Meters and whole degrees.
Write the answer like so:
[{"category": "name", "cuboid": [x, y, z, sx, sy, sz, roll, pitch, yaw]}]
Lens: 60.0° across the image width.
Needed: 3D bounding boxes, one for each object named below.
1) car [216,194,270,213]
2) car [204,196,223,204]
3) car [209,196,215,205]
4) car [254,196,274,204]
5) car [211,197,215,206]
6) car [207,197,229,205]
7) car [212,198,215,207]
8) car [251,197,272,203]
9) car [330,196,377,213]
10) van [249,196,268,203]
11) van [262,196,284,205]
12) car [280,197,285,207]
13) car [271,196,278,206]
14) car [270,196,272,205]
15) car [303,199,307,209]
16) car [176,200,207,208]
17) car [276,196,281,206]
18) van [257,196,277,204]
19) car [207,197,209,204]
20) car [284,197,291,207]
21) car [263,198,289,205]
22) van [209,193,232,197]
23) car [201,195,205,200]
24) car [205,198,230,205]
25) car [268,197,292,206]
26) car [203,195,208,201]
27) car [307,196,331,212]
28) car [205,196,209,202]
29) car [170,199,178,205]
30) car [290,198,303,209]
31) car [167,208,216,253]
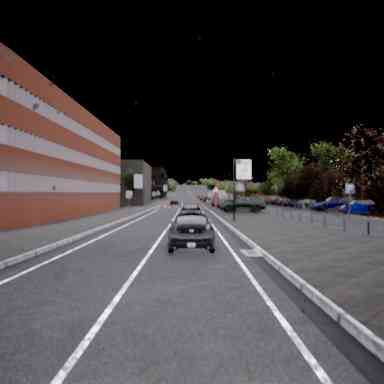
[{"category": "car", "cuboid": [6.134, 1.526, 40.333, 5.566, 2.045, 2.435, 0, -1, -1]}, {"category": "car", "cuboid": [5.393, 1.991, 82.710, 4.553, 1.767, 2.185, 0, 0, -1]}, {"category": "car", "cuboid": [5.813, 1.948, 57.282, 4.792, 1.488, 2.163, 0, 0, -1]}, {"category": "car", "cuboid": [17.896, 1.993, 83.128, 4.553, 1.767, 2.185, 0, 0, -1]}, {"category": "car", "cuboid": [5.898, 1.937, 54.457, 4.674, 1.452, 2.002, 0, 0, -1]}, {"category": "car", "cuboid": [5.607, 1.903, 71.409, 4.553, 1.767, 2.185, 0, 0, -1]}, {"category": "car", "cuboid": [5.946, 1.915, 51.631, 4.674, 1.452, 2.002, 0, 0, -1]}, {"category": "car", "cuboid": [17.909, 2.169, 85.825, 4.792, 1.488, 2.163, 0, -1, -1]}, {"category": "car", "cuboid": [18.722, 1.620, 37.826, 4.553, 1.767, 2.185, 0, 0, -1]}, {"category": "van", "cuboid": [17.706, 1.936, 88.650, 4.442, 1.987, 1.878, 0, 0, -1]}, {"category": "van", "cuboid": [18.203, 1.826, 74.536, 4.442, 1.987, 1.878, 0, 0, -1]}, {"category": "car", "cuboid": [18.402, 1.920, 57.596, 5.008, 1.535, 2.097, 0, 0, -1]}, {"category": "car", "cuboid": [18.302, 1.965, 63.367, 5.008, 1.535, 2.097, 0, 0, -1]}, {"category": "car", "cuboid": [18.239, 1.987, 66.190, 5.008, 1.535, 2.097, 0, 0, -1]}, {"category": "car", "cuboid": [18.631, 1.831, 46.304, 4.892, 1.521, 2.231, 0, 0, -1]}, {"category": "car", "cuboid": [-0.086, 1.773, 29.303, 2.128, 1.511, 4.902, 0, 0, 0]}, {"category": "car", "cuboid": [18.383, 1.972, 60.420, 4.792, 1.488, 2.163, 0, 0, -1]}, {"category": "van", "cuboid": [18.099, 1.870, 80.185, 4.442, 1.987, 1.878, 0, -1, -1]}, {"category": "car", "cuboid": [5.733, 2.003, 62.932, 4.674, 1.452, 2.002, 0, 0, -1]}, {"category": "car", "cuboid": [18.455, 1.899, 54.773, 5.008, 1.535, 2.097, 0, 0, -1]}, {"category": "car", "cuboid": [18.143, 2.031, 71.836, 5.008, 1.535, 2.097, 0, 0, -1]}, {"category": "van", "cuboid": [5.906, 1.715, 60.111, 4.442, 1.987, 1.878, 0, 0, -1]}, {"category": "car", "cuboid": [5.497, 1.821, 77.061, 5.566, 2.045, 2.435, 0, 0, -1]}, {"category": "car", "cuboid": [5.707, 2.047, 74.237, 5.366, 1.575, 1.946, 0, 0, -1]}, {"category": "car", "cuboid": [18.222, 1.884, 69.014, 4.553, 1.767, 2.185, 0, 0, -1]}, {"category": "car", "cuboid": [5.443, 2.004, 68.579, 5.366, 1.575, 1.946, 0, 0, -1]}, {"category": "car", "cuboid": [18.648, 1.555, 43.606, 5.566, 2.045, 2.435, 0, 0, -1]}, {"category": "car", "cuboid": [5.868, 1.982, 65.761, 5.366, 1.575, 1.946, 0, 0, -1]}, {"category": "car", "cuboid": [-3.777, 2.162, 70.963, 1.895, 1.301, 4.718, 0, 0, -1]}, {"category": "car", "cuboid": [18.510, 1.878, 51.950, 4.892, 1.521, 2.231, 0, -1, -1]}, {"category": "car", "cuboid": [-0.018, 1.646, 14.295, 1.837, 1.490, 4.892, 0, 0, 0]}]
